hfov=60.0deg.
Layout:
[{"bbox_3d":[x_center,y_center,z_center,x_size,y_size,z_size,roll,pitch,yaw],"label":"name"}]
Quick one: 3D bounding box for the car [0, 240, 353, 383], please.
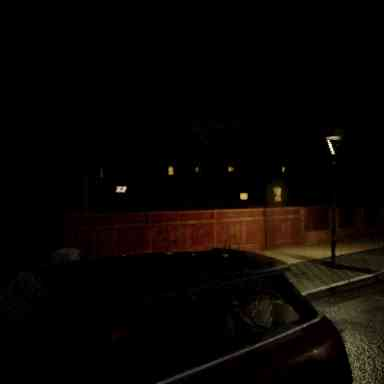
[{"bbox_3d":[-0.831,1.357,2.478,4.553,1.767,2.097,1,0,-35],"label":"car"}]
